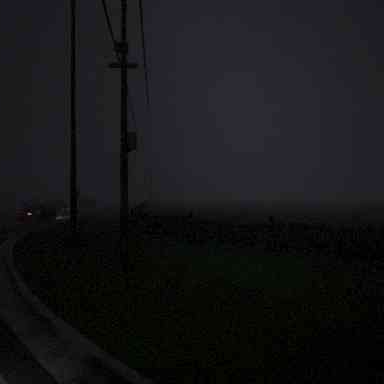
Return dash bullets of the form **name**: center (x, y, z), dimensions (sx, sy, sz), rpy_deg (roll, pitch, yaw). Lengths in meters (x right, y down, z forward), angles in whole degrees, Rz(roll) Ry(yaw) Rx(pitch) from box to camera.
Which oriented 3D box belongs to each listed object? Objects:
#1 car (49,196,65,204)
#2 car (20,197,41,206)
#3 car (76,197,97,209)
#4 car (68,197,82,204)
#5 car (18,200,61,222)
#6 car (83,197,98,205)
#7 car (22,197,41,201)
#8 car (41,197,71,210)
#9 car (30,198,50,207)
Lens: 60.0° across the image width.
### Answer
- **car**: center (-27.720, 1.628, 68.483), dimensions (1.994, 1.385, 4.181), rpy_deg (0, 0, -6)
- **car**: center (-30.596, 1.733, 63.286), dimensions (2.128, 1.511, 4.902), rpy_deg (0, 0, -6)
- **car**: center (-14.855, 1.663, 47.824), dimensions (1.837, 1.490, 4.892), rpy_deg (0, 0, -6)
- **car**: center (-24.284, 1.761, 69.323), dimensions (1.812, 1.442, 4.674), rpy_deg (0, 0, -6)
- **car**: center (-12.692, 1.666, 27.553), dimensions (1.994, 1.385, 4.181), rpy_deg (0, 0, -6)
- **car**: center (-20.501, 1.766, 67.372), dimensions (2.033, 1.411, 5.357), rpy_deg (0, 0, -6)
- **car**: center (-21.596, 1.674, 45.017), dimensions (1.837, 1.490, 4.892), rpy_deg (0, 0, -6)
- **car**: center (-17.973, 1.721, 44.059), dimensions (1.994, 1.385, 4.181), rpy_deg (0, 0, -6)
- **car**: center (-26.668, 1.741, 58.630), dimensions (1.812, 1.442, 4.674), rpy_deg (0, 0, -6)
